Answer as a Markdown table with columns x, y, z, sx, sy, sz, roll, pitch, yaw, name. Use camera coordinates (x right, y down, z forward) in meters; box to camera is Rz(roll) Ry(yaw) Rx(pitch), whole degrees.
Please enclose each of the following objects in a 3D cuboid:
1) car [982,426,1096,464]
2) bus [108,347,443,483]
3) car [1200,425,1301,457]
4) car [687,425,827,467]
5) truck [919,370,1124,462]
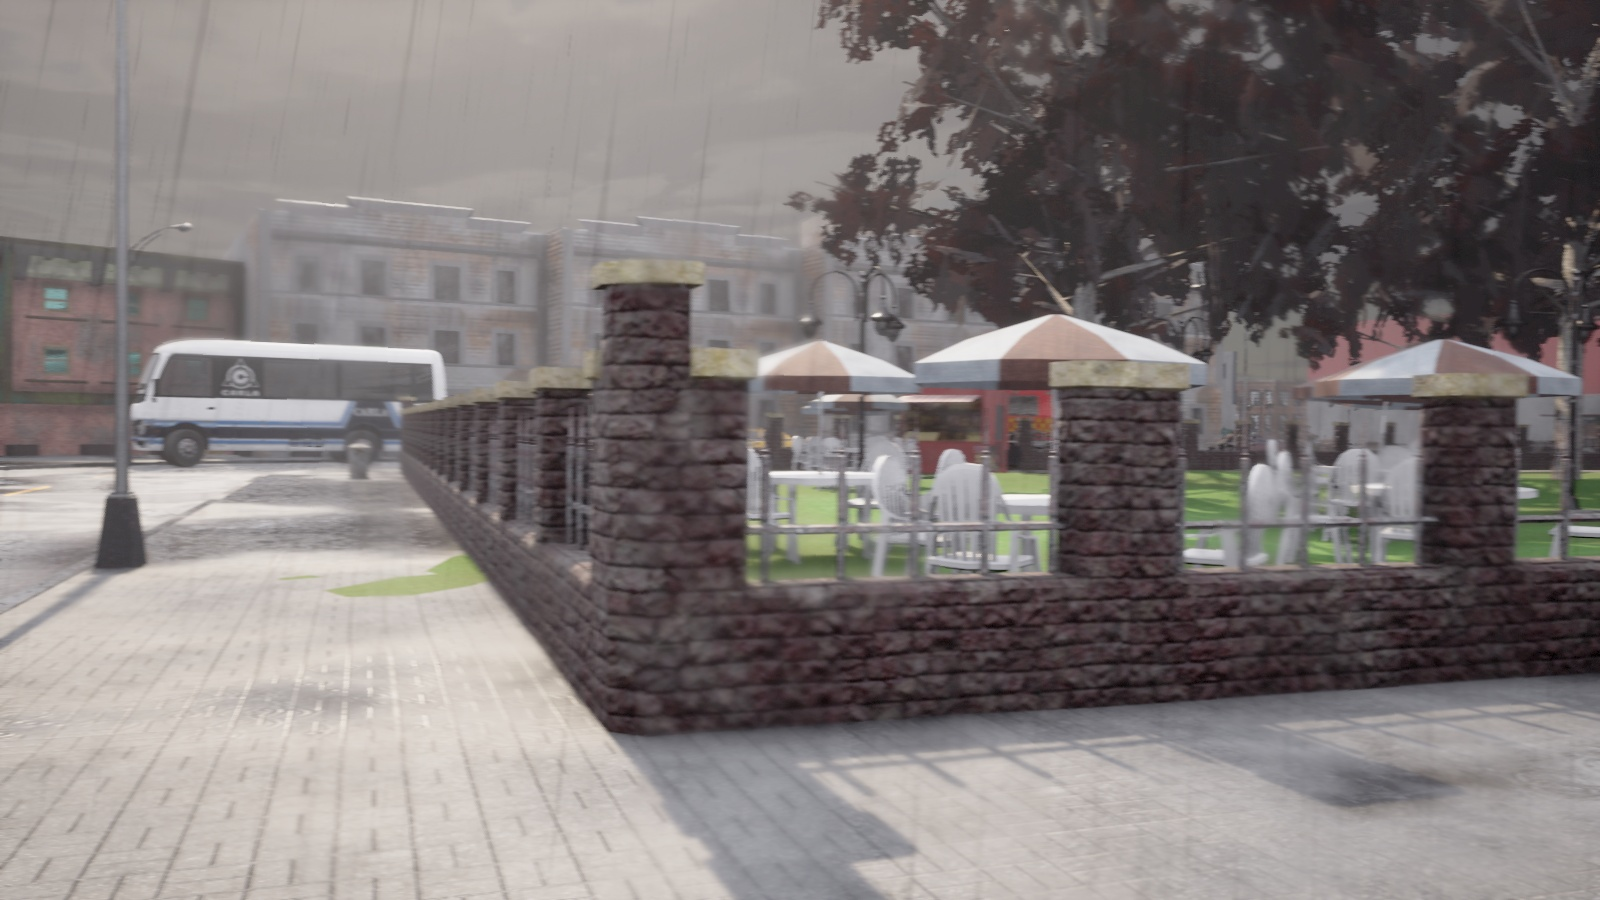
| x | y | z | sx | sy | sz | roll | pitch | yaw | name |
| --- | --- | --- | --- | --- | --- | --- | --- | --- | --- |
| 9.659 | -0.220 | 50.763 | 4.193 | 1.474 | 1.816 | -1 | 1 | -19 | car |
| -18.164 | -1.204 | 43.823 | 10.273 | 4.253 | 3.944 | -1 | 2 | -31 | bus |
| 21.157 | -0.439 | 58.993 | 4.181 | 1.385 | 1.994 | -1 | 1 | -20 | car |
| -1.733 | -0.182 | 51.043 | 5.366 | 1.575 | 1.801 | -1 | 1 | -19 | car |
| 9.709 | -1.476 | 54.996 | 8.468 | 3.827 | 2.891 | -1 | 1 | -19 | truck |
